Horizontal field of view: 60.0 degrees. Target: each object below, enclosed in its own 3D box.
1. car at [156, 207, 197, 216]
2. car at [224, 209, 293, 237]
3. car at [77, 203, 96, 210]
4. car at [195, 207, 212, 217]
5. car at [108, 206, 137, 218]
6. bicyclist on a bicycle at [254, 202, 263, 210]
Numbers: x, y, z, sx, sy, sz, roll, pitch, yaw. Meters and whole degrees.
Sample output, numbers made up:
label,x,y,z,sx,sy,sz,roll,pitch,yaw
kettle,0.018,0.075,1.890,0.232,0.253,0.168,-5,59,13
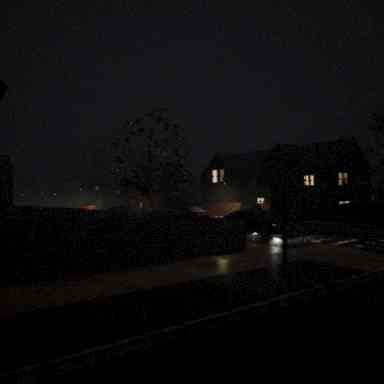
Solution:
label,x,y,z,sx,sy,sz,roll,pitch,yaw
car,-1.919,2.170,28.852,1.895,1.301,4.718,-1,-1,-36
car,3.959,1.835,20.623,1.837,1.490,4.892,-1,-1,-36
car,-17.889,2.627,56.257,2.097,1.767,4.553,-1,-1,-36
car,-0.358,2.108,31.738,2.033,1.411,5.357,-1,-1,-36
car,-7.916,2.292,37.246,1.882,1.535,5.008,-1,-1,-36
bicyclist on a bicycle,5.627,1.671,28.345,1.656,1.620,0.582,-1,0,-36
